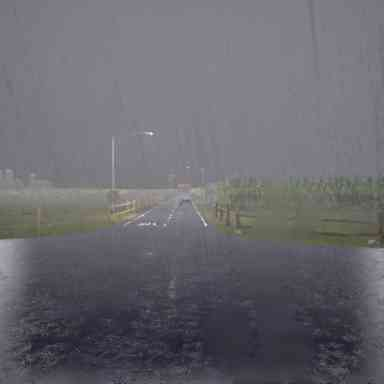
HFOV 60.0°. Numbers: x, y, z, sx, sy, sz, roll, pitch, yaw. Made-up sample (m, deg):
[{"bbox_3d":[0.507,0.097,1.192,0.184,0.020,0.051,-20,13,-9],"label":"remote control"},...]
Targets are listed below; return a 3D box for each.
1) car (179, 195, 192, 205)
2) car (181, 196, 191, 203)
[{"bbox_3d":[-1.100,1.298,57.879,2.097,1.767,4.553,0,0,-1],"label":"car"},{"bbox_3d":[-1.291,1.494,67.947,1.994,1.385,4.181,0,0,-1],"label":"car"}]
